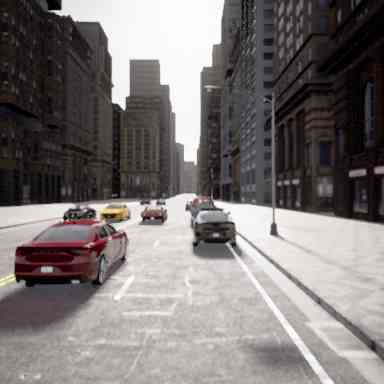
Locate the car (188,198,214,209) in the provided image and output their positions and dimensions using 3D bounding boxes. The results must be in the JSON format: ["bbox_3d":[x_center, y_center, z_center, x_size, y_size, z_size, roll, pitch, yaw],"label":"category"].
[{"bbox_3d":[0.973,1.562,25.864,2.097,1.767,4.553,0,0,0],"label":"car"}]

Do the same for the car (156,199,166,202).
[{"bbox_3d":[-6.506,2.151,69.384,1.994,1.385,4.181,0,-1,0],"label":"car"}]

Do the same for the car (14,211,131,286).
[{"bbox_3d":[-3.152,1.555,9.705,1.882,1.535,5.008,0,0,0],"label":"car"}]

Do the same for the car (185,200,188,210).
[{"bbox_3d":[-0.001,1.984,49.341,1.994,1.385,4.181,0,0,0],"label":"car"}]

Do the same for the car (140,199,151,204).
[{"bbox_3d":[-9.756,2.192,69.770,1.895,1.301,4.718,0,-1,0],"label":"car"}]

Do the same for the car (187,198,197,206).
[{"bbox_3d":[-0.005,2.079,67.200,2.128,1.511,4.902,0,-1,0],"label":"car"}]

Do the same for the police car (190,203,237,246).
[{"bbox_3d":[0.974,1.554,16.003,1.930,1.638,5.238,0,0,0],"label":"police car"}]

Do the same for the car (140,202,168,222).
[{"bbox_3d":[-3.153,1.837,28.818,1.895,1.301,4.718,0,0,0],"label":"car"}]

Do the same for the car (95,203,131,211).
[{"bbox_3d":[-6.600,1.715,28.998,1.882,1.535,5.008,0,-1,0],"label":"car"}]

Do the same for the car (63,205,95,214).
[{"bbox_3d":[-9.849,1.805,29.454,1.994,1.385,4.181,0,0,0],"label":"car"}]
